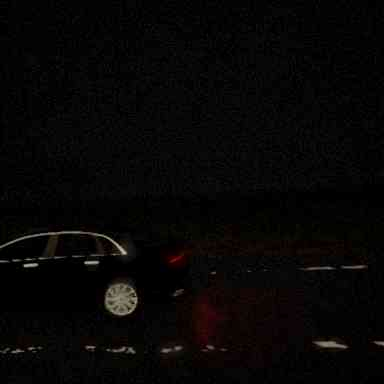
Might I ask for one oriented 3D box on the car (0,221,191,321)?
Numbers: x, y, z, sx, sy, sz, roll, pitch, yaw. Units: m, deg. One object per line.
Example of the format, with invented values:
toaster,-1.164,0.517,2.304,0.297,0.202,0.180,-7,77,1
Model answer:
car,-2.476,1.343,6.158,4.892,1.490,1.837,-2,2,2
